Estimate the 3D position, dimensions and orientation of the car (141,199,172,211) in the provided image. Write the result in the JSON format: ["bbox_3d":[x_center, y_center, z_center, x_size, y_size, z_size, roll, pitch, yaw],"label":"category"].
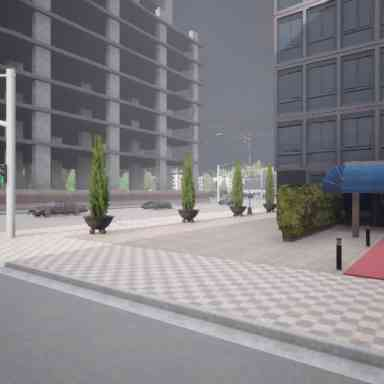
[{"bbox_3d":[-4.407,1.563,41.793,1.994,1.385,4.181,0,0,36],"label":"car"}]

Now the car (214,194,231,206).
[{"bbox_3d":[6.421,1.555,56.529,2.033,1.411,5.357,0,0,36],"label":"car"}]

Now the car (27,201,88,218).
[{"bbox_3d":[-12.334,1.547,30.894,2.033,1.411,5.357,0,0,36],"label":"car"}]
